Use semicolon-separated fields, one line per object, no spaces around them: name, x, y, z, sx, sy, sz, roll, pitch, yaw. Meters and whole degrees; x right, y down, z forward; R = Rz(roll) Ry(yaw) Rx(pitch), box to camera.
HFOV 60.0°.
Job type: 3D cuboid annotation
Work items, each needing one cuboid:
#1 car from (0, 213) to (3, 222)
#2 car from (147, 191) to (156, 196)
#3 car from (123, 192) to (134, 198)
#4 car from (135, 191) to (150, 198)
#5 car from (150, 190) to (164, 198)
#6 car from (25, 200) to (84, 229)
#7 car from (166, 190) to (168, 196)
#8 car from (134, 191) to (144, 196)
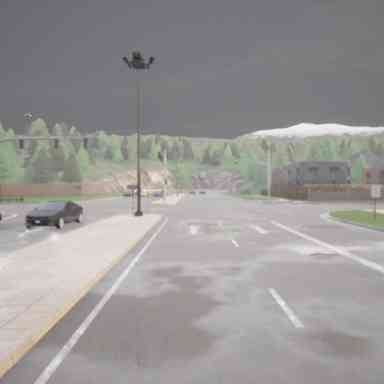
car;-11.504;1.397;16.332;1.895;1.301;4.718;0;1;0
car;-11.523;0.322;94.606;1.812;1.442;4.674;0;1;0
car;-15.019;0.626;78.296;1.895;1.301;4.718;0;1;0
car;-11.519;0.512;78.001;1.882;1.535;5.008;0;1;0
car;-8.019;0.559;77.996;1.812;1.442;4.674;0;1;0
car;-8.005;1.242;19.748;1.882;1.535;5.008;0;1;0
car;-8.023;0.153;94.631;2.097;1.767;4.553;0;1;0
car;-15.023;0.377;94.399;1.994;1.385;4.181;0;1;0
